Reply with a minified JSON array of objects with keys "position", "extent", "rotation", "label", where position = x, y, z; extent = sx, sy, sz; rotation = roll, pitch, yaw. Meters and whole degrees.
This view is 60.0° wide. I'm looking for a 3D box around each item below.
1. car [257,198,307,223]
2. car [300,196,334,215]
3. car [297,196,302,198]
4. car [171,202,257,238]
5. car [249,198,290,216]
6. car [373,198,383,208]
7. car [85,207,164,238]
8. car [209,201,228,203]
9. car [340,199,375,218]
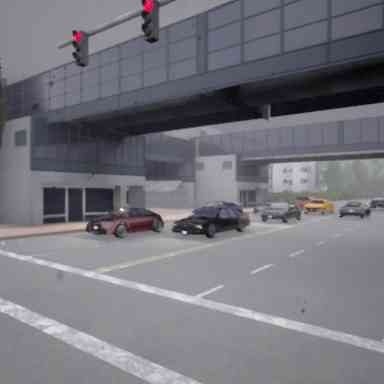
[{"position":[6.867,1.473,25.316],"extent":[1.812,1.442,4.674],"rotation":[0,0,36],"label":"car"},{"position":[12.741,1.426,33.319],"extent":[1.882,1.535,5.008],"rotation":[0,0,37],"label":"car"},{"position":[13.451,1.281,40.167],"extent":[2.097,1.767,4.553],"rotation":[0,0,37],"label":"car"},{"position":[1.214,1.494,17.616],"extent":[2.033,1.411,5.357],"rotation":[0,0,36],"label":"car"},{"position":[7.619,1.419,32.265],"extent":[2.128,1.511,4.902],"rotation":[0,0,36],"label":"car"},{"position":[23.840,1.475,42.229],"extent":[1.837,1.490,4.892],"rotation":[0,0,36],"label":"car"},{"position":[-3.376,1.490,17.273],"extent":[1.994,1.385,4.181],"rotation":[0,0,36],"label":"car"},{"position":[1.935,1.405,24.520],"extent":[1.882,1.535,5.008],"rotation":[0,0,36],"label":"car"},{"position":[14.556,1.533,29.562],"extent":[1.994,1.385,4.181],"rotation":[0,0,36],"label":"car"}]
